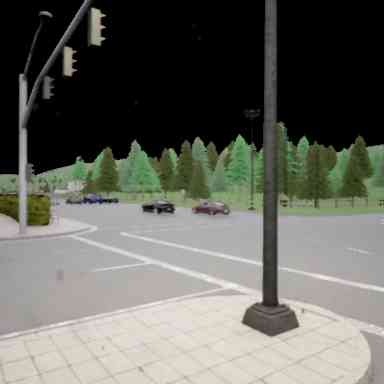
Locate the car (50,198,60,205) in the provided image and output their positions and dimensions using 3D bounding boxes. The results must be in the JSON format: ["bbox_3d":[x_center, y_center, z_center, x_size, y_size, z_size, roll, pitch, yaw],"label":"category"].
[{"bbox_3d":[-25.146,1.633,59.432,1.895,1.301,4.718,0,0,-35],"label":"car"}]

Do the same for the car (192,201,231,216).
[{"bbox_3d":[1.882,1.575,32.635,1.812,1.442,4.674,0,0,-34],"label":"car"}]

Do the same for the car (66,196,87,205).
[{"bbox_3d":[-21.283,1.588,59.988,2.033,1.411,5.357,0,0,-35],"label":"car"}]

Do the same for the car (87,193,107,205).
[{"bbox_3d":[-18.415,1.271,61.997,2.150,2.045,5.566,0,0,-35],"label":"car"}]

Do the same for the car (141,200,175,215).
[{"bbox_3d":[-3.612,1.518,34.488,1.882,1.535,5.008,0,0,-34],"label":"car"}]

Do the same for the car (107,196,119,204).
[{"bbox_3d":[-15.876,1.535,64.479,1.882,1.535,5.008,0,0,-35],"label":"car"}]
